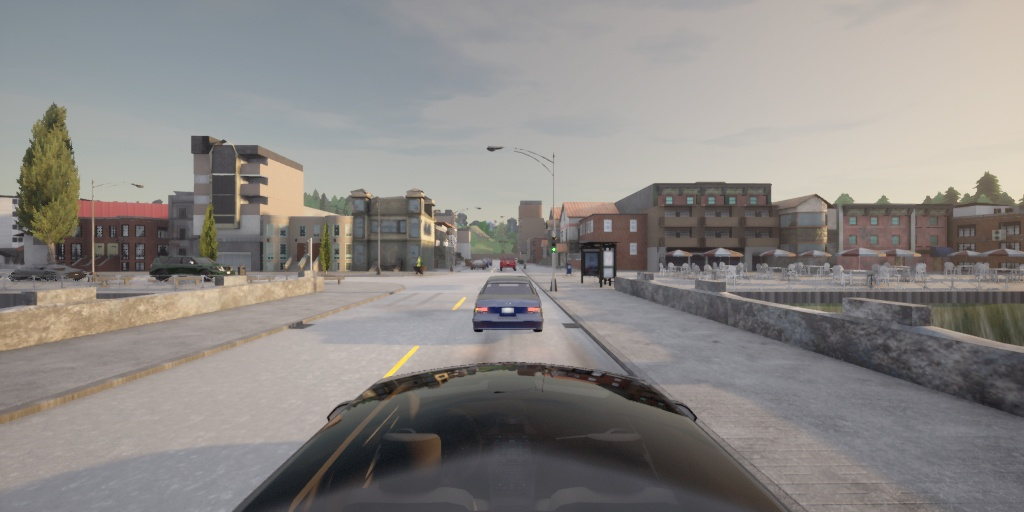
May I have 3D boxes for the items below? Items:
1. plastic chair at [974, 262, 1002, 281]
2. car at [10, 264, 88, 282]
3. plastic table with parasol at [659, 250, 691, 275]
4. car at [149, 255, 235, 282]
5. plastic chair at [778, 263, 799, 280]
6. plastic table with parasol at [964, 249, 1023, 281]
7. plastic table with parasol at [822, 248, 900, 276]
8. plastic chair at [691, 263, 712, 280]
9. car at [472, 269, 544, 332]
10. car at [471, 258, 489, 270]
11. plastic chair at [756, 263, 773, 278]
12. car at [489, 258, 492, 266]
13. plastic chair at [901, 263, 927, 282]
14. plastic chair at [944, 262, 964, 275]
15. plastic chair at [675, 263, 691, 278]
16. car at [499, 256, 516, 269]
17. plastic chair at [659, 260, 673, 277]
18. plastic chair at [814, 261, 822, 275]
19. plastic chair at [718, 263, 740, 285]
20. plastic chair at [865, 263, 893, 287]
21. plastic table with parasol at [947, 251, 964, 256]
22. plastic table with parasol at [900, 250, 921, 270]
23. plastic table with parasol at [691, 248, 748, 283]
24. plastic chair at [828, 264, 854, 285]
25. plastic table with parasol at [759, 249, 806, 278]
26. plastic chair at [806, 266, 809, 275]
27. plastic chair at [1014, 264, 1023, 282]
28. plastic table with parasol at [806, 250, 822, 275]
[{"bbox_3d":[36.262,1.279,27.325,0.730,1.272,0.750,0,0,-1],"label":"plastic chair"},{"bbox_3d":[-36.348,1.314,28.228,4.181,1.385,1.994,0,0,-1],"label":"car"},{"bbox_3d":[15.431,0.675,33.307,2.482,2.480,2.482,0,0,-1],"label":"plastic table with parasol"},{"bbox_3d":[-25.228,0.971,28.382,5.566,2.045,2.150,0,0,-1],"label":"car"},{"bbox_3d":[22.373,1.279,29.027,0.750,1.272,0.730,0,0,-1],"label":"plastic chair"},{"bbox_3d":[37.391,0.675,27.254,2.482,2.480,2.482,0,0,-1],"label":"plastic table with parasol"},{"bbox_3d":[23.443,0.675,24.192,2.482,2.480,2.482,0,0,-1],"label":"plastic table with parasol"},{"bbox_3d":[13.522,1.279,25.599,0.730,1.272,0.750,0,0,-1],"label":"plastic chair"},{"bbox_3d":[-0.104,1.297,10.772,2.033,1.411,5.357,0,0,0],"label":"car"},{"bbox_3d":[-4.866,1.276,52.399,1.812,1.442,4.674,0,0,1],"label":"car"},{"bbox_3d":[21.253,1.279,30.411,0.730,1.272,0.750,0,0,-1],"label":"plastic chair"},{"bbox_3d":[-4.979,1.227,61.637,1.882,1.535,5.008,0,0,-1],"label":"car"},{"bbox_3d":[30.106,1.279,26.838,0.750,1.272,0.730,0,0,-1],"label":"plastic chair"},{"bbox_3d":[44.967,1.279,36.554,0.730,1.272,0.750,0,0,-1],"label":"plastic chair"},{"bbox_3d":[15.329,1.279,32.025,0.750,1.272,0.730,0,0,-1],"label":"plastic chair"},{"bbox_3d":[-0.611,0.971,50.989,2.150,2.045,5.566,0,0,-1],"label":"car"},{"bbox_3d":[14.209,1.279,33.409,0.730,1.272,0.750,0,0,-1],"label":"plastic chair"},{"bbox_3d":[29.405,1.279,33.829,0.750,1.272,0.730,0,0,-1],"label":"plastic chair"},{"bbox_3d":[14.642,1.279,24.215,0.750,1.272,0.730,0,0,-1],"label":"plastic chair"},{"bbox_3d":[23.363,1.279,22.841,0.750,1.272,0.730,0,0,-1],"label":"plastic chair"},{"bbox_3d":[46.169,0.675,36.452,2.482,2.480,2.482,0,0,-1],"label":"plastic table with parasol"},{"bbox_3d":[30.097,0.675,28.118,2.482,2.480,2.482,0,0,-1],"label":"plastic table with parasol"},{"bbox_3d":[14.794,0.675,25.477,2.482,2.480,2.482,0,0,-1],"label":"plastic table with parasol"},{"bbox_3d":[22.243,1.279,24.224,0.730,1.272,0.750,0,0,-1],"label":"plastic chair"},{"bbox_3d":[22.454,0.675,30.378,2.482,2.480,2.482,0,0,-1],"label":"plastic table with parasol"},{"bbox_3d":[28.285,1.279,35.213,0.730,1.272,0.750,0,0,-1],"label":"plastic chair"},{"bbox_3d":[37.420,1.279,25.944,0.750,1.272,0.730,0,0,-1],"label":"plastic chair"},{"bbox_3d":[29.714,0.675,35.204,2.482,2.480,2.482,0,0,-1],"label":"plastic table with parasol"}]
